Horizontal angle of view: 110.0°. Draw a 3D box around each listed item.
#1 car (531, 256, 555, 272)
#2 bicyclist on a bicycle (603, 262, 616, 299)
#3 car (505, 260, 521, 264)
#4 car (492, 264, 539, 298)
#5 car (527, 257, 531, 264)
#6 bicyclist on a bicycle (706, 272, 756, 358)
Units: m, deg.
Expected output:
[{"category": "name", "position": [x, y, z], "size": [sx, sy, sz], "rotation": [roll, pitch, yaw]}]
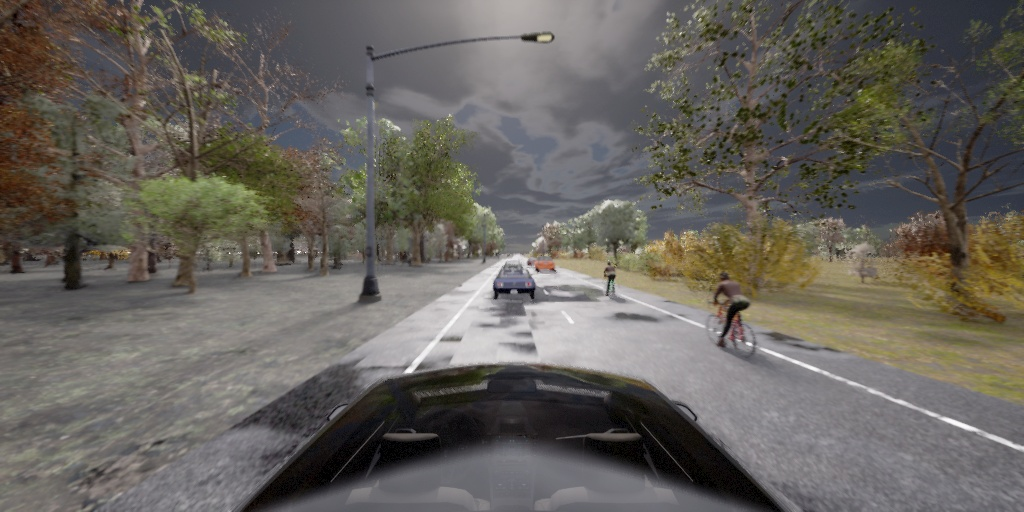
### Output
[{"category": "car", "position": [3.592, 0.803, 40.176], "size": [2.097, 1.767, 4.553], "rotation": [0, 0, 0]}, {"category": "bicyclist on a bicycle", "position": [4.462, 1.089, 16.343], "size": [0.582, 1.620, 1.656], "rotation": [0, 0, 0]}, {"category": "car", "position": [0.090, 1.087, 35.671], "size": [1.895, 1.301, 4.718], "rotation": [0, 0, 0]}, {"category": "car", "position": [0.094, 1.229, 17.439], "size": [1.895, 1.301, 4.718], "rotation": [0, 0, 0]}, {"category": "car", "position": [3.549, 0.864, 59.926], "size": [1.994, 1.385, 4.181], "rotation": [0, 0, 0]}, {"category": "bicyclist on a bicycle", "position": [4.465, 1.159, 7.397], "size": [0.582, 1.620, 1.656], "rotation": [0, 0, 0]}]
